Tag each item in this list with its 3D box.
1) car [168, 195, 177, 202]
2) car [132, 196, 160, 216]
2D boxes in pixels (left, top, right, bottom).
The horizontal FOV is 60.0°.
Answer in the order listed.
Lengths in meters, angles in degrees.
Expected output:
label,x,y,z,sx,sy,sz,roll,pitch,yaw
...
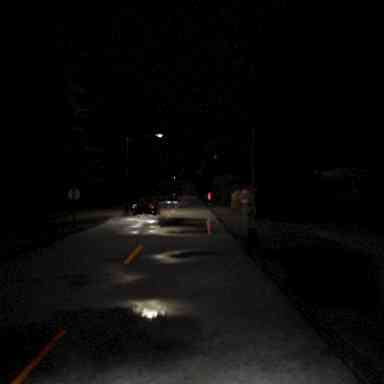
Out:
label,x,y,z,sx,sy,sz,roll,pitch,yaw
car,-3.972,1.413,68.455,1.812,1.442,4.674,0,0,0
car,-4.103,1.205,30.244,2.097,1.767,4.553,0,0,0
